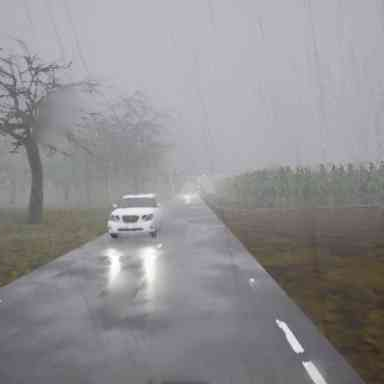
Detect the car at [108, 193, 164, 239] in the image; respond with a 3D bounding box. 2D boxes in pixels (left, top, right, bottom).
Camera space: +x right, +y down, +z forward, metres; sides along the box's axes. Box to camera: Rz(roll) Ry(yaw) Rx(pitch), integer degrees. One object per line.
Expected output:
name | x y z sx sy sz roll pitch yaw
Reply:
car | -2.674 1.119 17.161 2.150 2.045 5.566 -2 1 0
